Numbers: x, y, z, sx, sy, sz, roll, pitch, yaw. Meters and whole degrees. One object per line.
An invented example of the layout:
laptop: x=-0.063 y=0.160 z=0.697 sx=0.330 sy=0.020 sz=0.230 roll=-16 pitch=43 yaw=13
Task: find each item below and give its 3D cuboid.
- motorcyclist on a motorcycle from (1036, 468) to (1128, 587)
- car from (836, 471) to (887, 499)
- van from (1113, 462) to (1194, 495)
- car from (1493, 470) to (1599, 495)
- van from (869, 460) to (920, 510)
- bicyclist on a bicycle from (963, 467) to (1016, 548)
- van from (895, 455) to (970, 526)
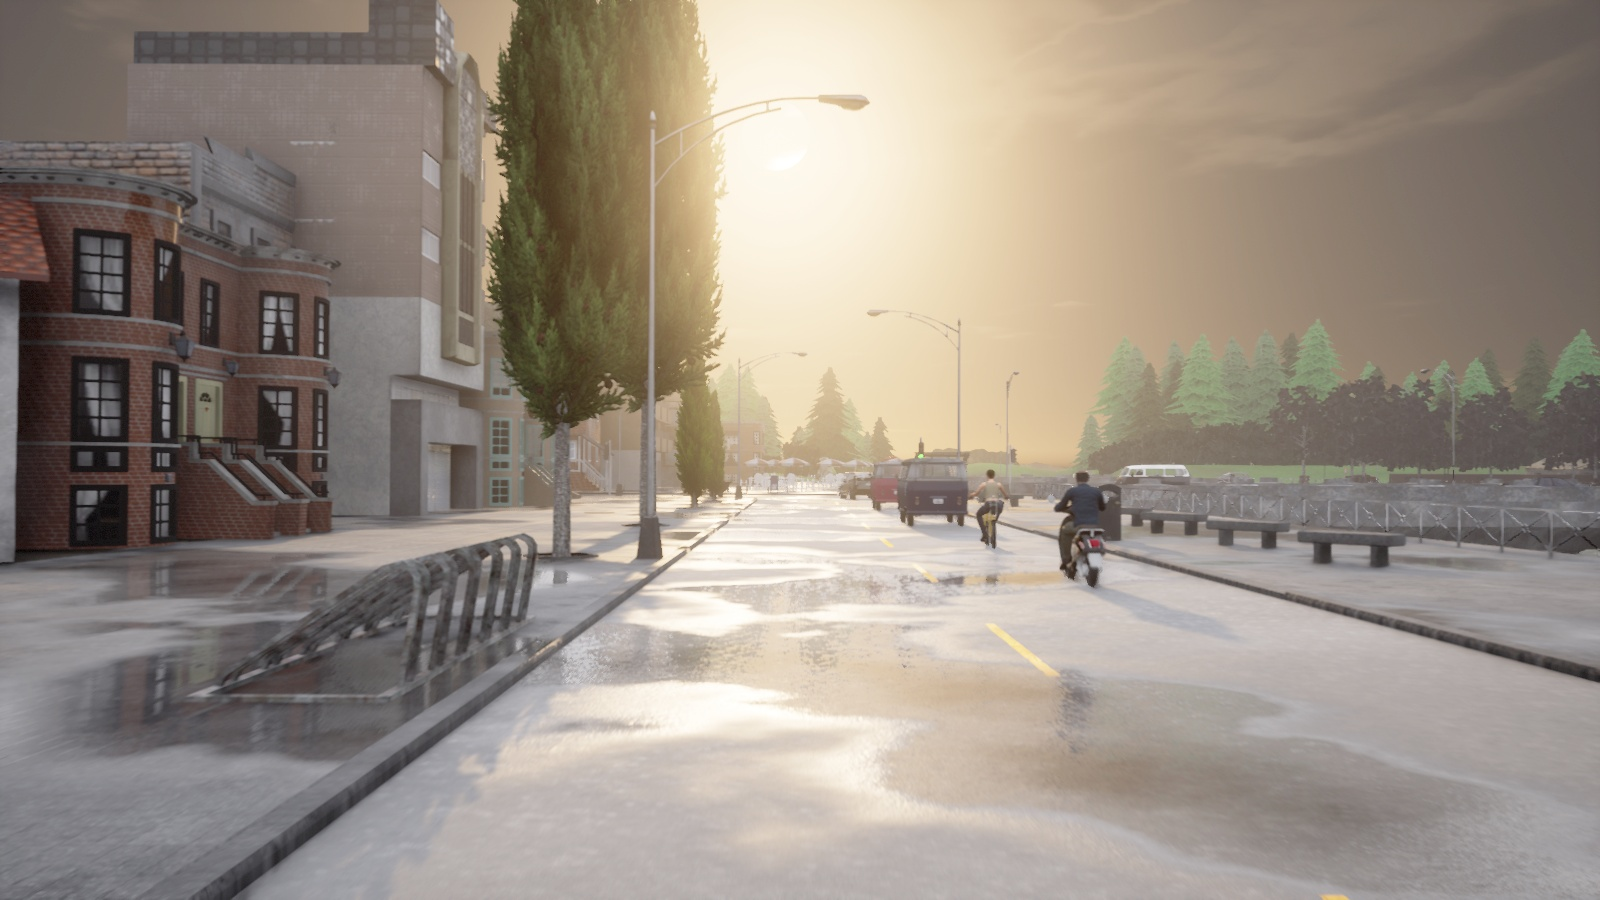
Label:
motorcyclist on a motorcycle: x=3.953 y=1.049 z=17.748 sx=0.866 sy=1.590 sz=1.817 roll=0 pitch=-1 yaw=0
car: x=3.405 y=1.919 z=69.972 sx=2.007 sy=1.525 sz=4.514 roll=0 pitch=-1 yaw=-8
van: x=22.224 y=1.774 z=79.118 sx=4.480 sy=2.038 sz=2.069 roll=0 pitch=-1 yaw=0
car: x=44.766 y=1.942 z=75.216 sx=5.357 sy=1.411 sz=2.033 roll=0 pitch=-1 yaw=1
van: x=3.864 y=1.420 z=51.871 sx=1.775 sy=1.987 sz=4.442 roll=0 pitch=-1 yaw=0
bicyclist on a bicycle: x=3.927 y=1.172 z=26.077 sx=0.866 sy=1.612 sz=1.509 roll=0 pitch=-1 yaw=0
van: x=3.901 y=1.182 z=37.641 sx=1.775 sy=1.987 sz=4.442 roll=0 pitch=-1 yaw=0
